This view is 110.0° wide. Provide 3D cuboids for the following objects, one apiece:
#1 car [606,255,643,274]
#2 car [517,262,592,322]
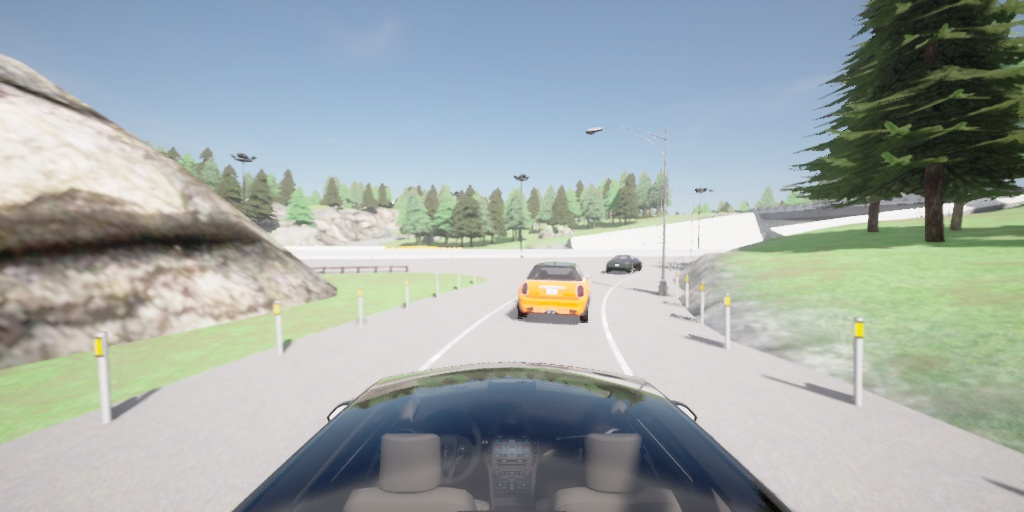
[{"bbox_3d":[8.974,0.593,28.441,1.994,1.385,4.181,2,3,34],"label":"car"},{"bbox_3d":[1.572,0.959,12.110,2.097,1.767,4.553,1,2,12],"label":"car"}]
